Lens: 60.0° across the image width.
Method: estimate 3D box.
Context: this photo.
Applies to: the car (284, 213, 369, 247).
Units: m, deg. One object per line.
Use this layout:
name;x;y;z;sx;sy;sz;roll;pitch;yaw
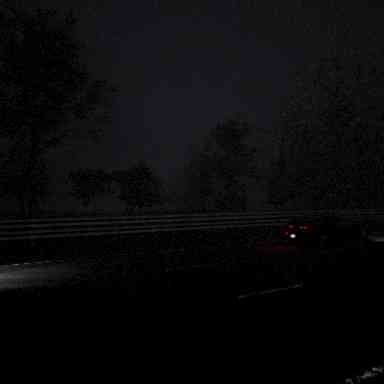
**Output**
car;6.854;1.824;16.818;4.892;1.490;1.837;0;-2;-29
